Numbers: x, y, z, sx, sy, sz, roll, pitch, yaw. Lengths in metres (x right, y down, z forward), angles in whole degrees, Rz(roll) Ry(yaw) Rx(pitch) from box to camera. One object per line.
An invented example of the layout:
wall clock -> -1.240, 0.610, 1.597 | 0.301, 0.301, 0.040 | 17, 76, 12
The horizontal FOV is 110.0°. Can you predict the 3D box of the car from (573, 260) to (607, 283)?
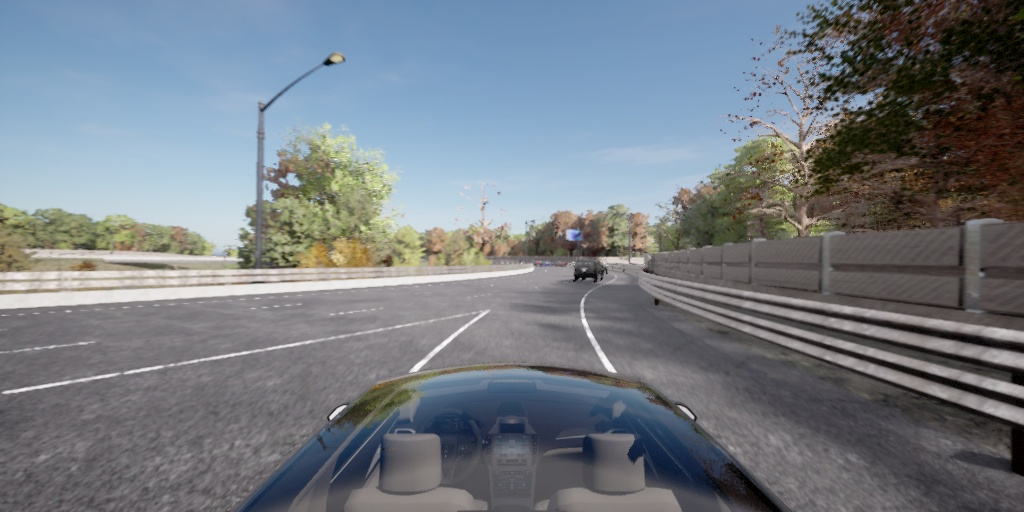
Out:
car -> 7.280, 1.371, 33.799 | 2.150, 2.045, 5.566 | 1, -1, 22
